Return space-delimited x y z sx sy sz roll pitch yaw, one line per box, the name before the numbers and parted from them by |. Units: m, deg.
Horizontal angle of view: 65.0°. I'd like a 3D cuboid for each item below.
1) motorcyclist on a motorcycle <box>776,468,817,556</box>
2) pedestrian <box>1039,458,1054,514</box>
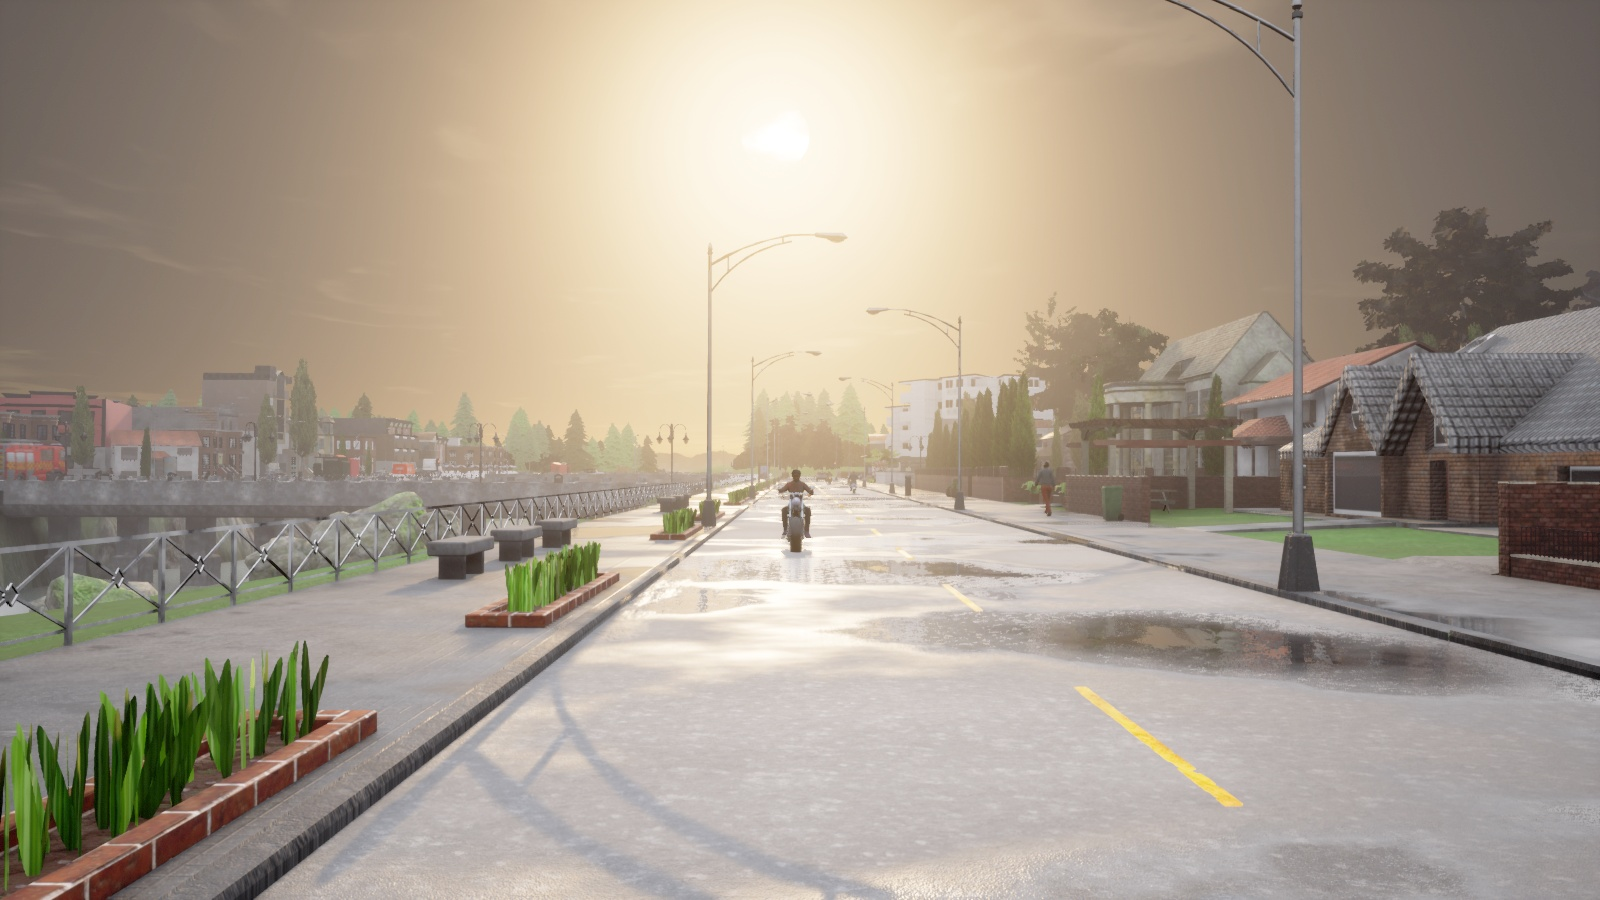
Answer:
motorcyclist on a motorcycle | -0.066 1.179 24.712 0.766 1.649 2.350 0 -1 0
pedestrian | 8.134 1.185 41.388 0.353 1.847 0.614 0 -1 -1
